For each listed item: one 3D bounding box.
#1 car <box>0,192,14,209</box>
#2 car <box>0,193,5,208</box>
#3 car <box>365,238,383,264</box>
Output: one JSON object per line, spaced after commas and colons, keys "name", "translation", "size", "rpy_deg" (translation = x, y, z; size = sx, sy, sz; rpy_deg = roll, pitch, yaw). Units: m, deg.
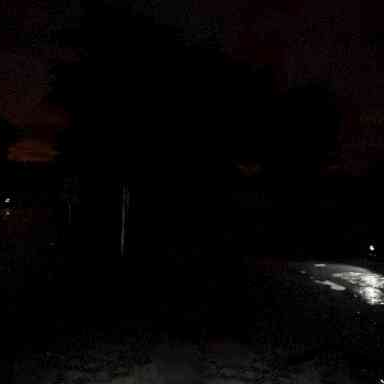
{"name": "car", "translation": [-20.020, 0.781, 34.911], "size": [2.097, 1.767, 4.553], "rpy_deg": [2, 0, -23]}
{"name": "car", "translation": [-15.345, 1.070, 24.167], "size": [2.128, 1.511, 4.902], "rpy_deg": [2, 0, -24]}
{"name": "car", "translation": [7.972, 1.622, 10.235], "size": [5.357, 1.411, 2.033], "rpy_deg": [1, 1, -22]}
